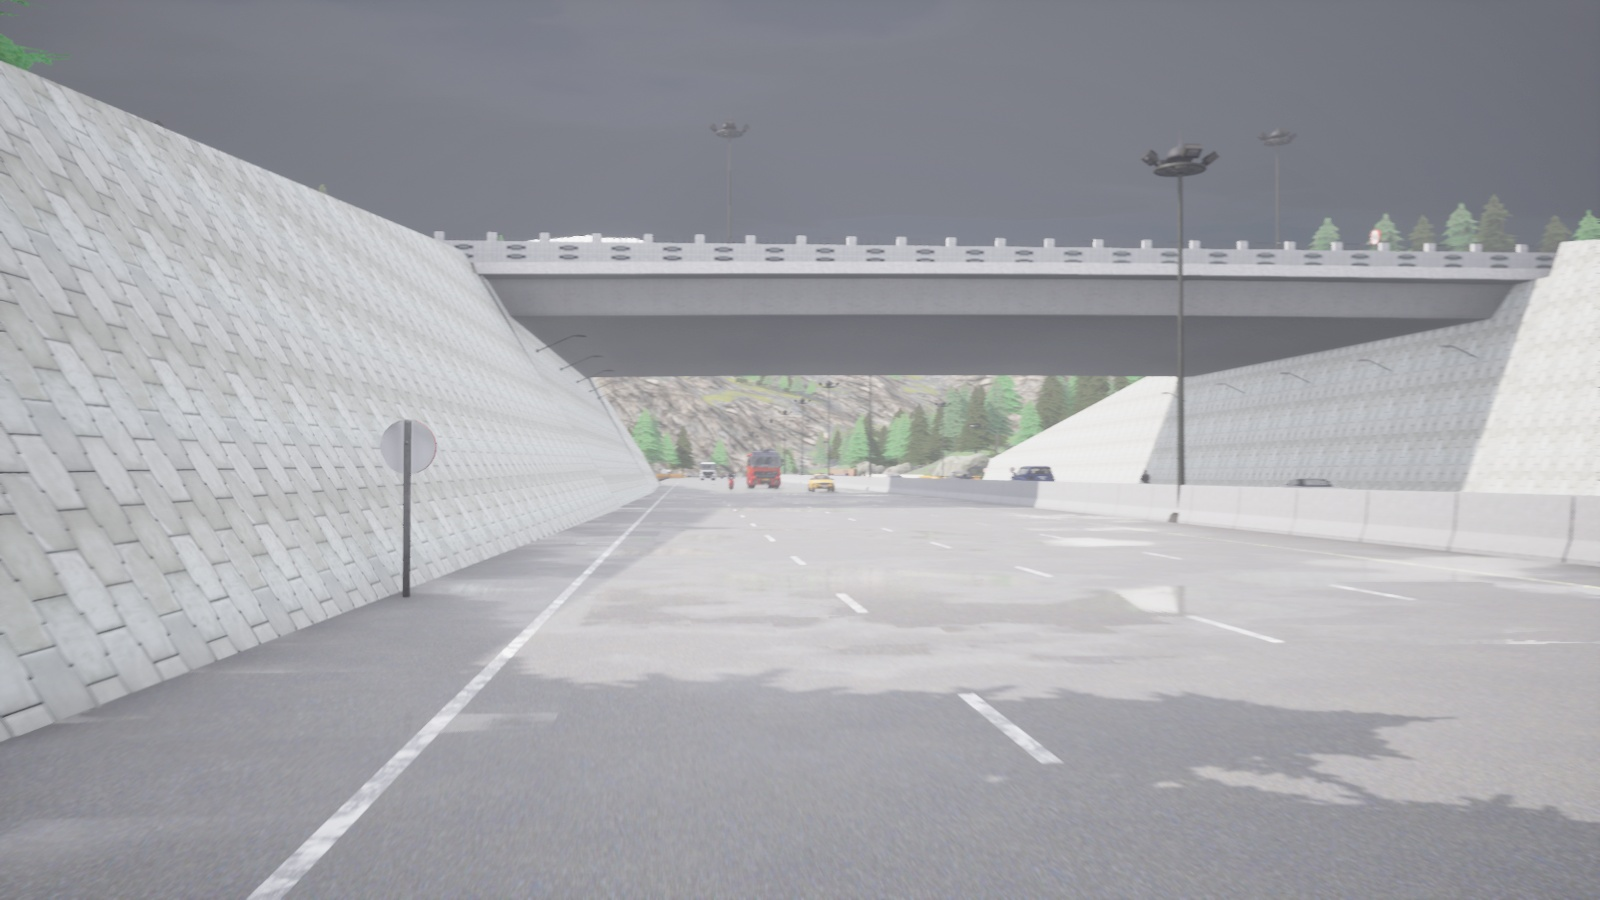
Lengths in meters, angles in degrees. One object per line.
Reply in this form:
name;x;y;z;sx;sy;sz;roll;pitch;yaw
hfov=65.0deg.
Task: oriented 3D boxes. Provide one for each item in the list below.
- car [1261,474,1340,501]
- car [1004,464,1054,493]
car;25.822;1.916;65.007;1.895;1.301;4.718;0;-1;-5
car;16.484;2.051;90.795;2.150;2.045;5.566;0;-1;-5
